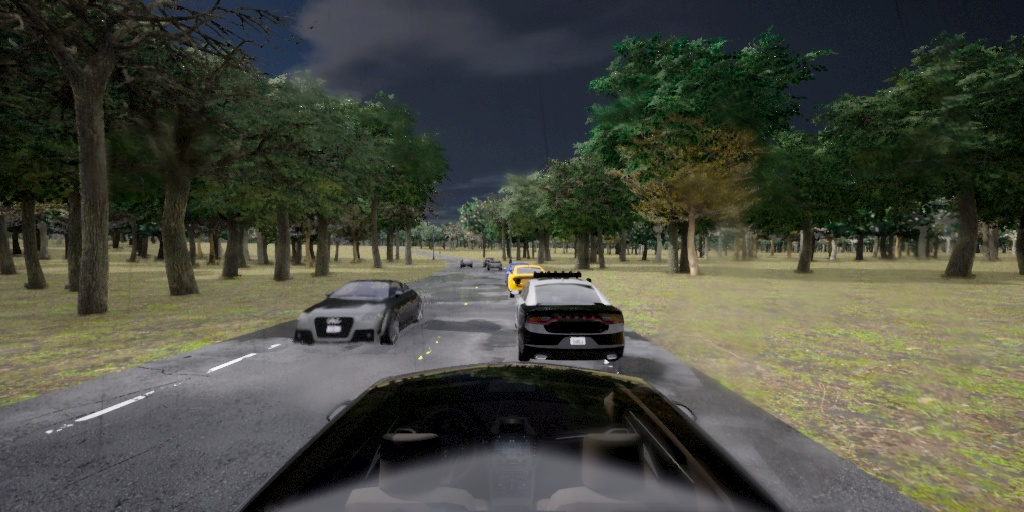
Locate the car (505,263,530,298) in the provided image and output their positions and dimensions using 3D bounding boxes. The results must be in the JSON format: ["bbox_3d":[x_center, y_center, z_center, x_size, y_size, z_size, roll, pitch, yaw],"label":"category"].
[{"bbox_3d":[0.776,1.203,18.338,1.882,1.535,5.008,0,0,-2],"label":"car"}]

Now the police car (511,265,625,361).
[{"bbox_3d":[1.032,1.169,8.382,1.930,1.638,5.238,0,0,-1],"label":"police car"}]

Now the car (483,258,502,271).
[{"bbox_3d":[-2.352,1.117,47.493,2.128,1.511,4.902,0,0,-6],"label":"car"}]

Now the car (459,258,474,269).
[{"bbox_3d":[-6.715,1.085,52.983,1.882,1.535,5.008,0,0,-7],"label":"car"}]

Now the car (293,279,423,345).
[{"bbox_3d":[-3.678,1.308,9.324,1.994,1.385,4.181,0,0,-1],"label":"car"}]
